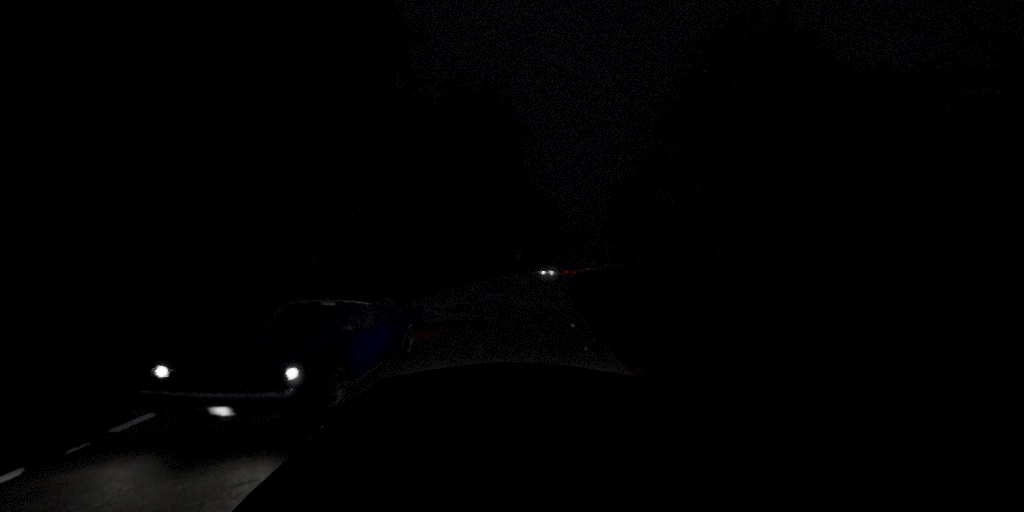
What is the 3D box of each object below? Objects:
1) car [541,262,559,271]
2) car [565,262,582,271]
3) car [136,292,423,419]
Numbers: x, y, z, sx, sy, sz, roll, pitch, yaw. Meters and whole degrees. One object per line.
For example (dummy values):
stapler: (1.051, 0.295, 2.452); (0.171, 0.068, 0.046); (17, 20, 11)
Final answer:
car: (5.716, 1.515, 53.316); (1.994, 1.385, 4.181); (0, 0, 19)
car: (9.363, 1.563, 54.163); (1.895, 1.301, 4.718); (0, 0, 20)
car: (-3.022, 1.339, 6.006); (1.895, 1.301, 4.718); (0, 0, 2)
